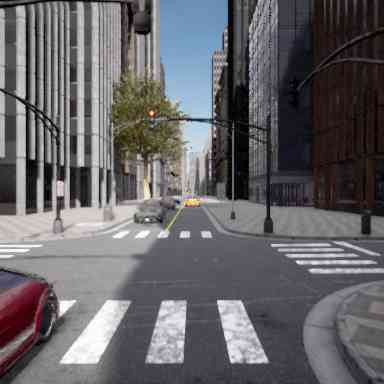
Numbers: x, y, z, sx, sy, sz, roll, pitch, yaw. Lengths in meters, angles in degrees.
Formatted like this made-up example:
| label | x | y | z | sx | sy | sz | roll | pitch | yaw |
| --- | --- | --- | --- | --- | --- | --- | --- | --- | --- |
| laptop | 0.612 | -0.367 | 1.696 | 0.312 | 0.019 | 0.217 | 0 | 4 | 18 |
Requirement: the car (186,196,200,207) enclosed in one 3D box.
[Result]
| label | x | y | z | sx | sy | sz | roll | pitch | yaw |
| --- | --- | --- | --- | --- | --- | --- | --- | --- | --- |
| car | 0.107 | 1.380 | 52.395 | 2.097 | 1.767 | 4.553 | 0 | 0 | 0 |

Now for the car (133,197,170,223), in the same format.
| label | x | y | z | sx | sy | sz | roll | pitch | yaw |
| --- | --- | --- | --- | --- | --- | --- | --- | --- | --- |
| car | -3.094 | 1.366 | 25.250 | 2.097 | 1.767 | 4.553 | 0 | 0 | 0 |

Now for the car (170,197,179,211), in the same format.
| label | x | y | z | sx | sy | sz | roll | pitch | yaw |
| --- | --- | --- | --- | --- | --- | --- | --- | --- | --- |
| car | -3.087 | 1.374 | 41.613 | 2.097 | 1.767 | 4.553 | 0 | 0 | 0 |

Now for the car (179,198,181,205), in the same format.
| label | x | y | z | sx | sy | sz | roll | pitch | yaw |
| --- | --- | --- | --- | --- | --- | --- | --- | --- | --- |
| car | -2.989 | 1.663 | 59.856 | 1.895 | 1.301 | 4.718 | 0 | 0 | 0 |

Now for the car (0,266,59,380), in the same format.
| label | x | y | z | sx | sy | sz | roll | pitch | yaw |
| --- | --- | --- | --- | --- | --- | --- | --- | --- | --- |
| car | -3.099 | 1.566 | 3.595 | 1.994 | 1.385 | 4.181 | 0 | 0 | 0 |
